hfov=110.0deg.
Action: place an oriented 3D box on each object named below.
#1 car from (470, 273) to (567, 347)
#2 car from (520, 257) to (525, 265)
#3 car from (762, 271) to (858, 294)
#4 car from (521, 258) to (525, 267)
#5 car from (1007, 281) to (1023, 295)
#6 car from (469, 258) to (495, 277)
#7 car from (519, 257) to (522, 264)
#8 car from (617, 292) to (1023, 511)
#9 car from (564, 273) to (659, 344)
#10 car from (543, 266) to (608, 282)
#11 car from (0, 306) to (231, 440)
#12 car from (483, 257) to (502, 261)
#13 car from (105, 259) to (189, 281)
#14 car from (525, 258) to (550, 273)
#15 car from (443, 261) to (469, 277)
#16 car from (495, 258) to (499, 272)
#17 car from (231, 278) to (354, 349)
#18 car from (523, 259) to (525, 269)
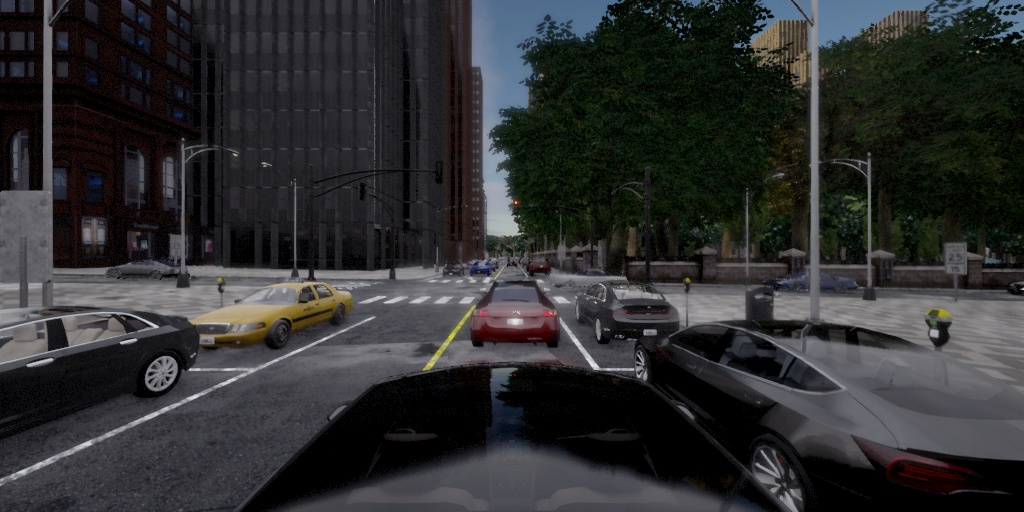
[{"bbox_3d":[0.081,1.314,9.344,1.994,1.385,4.181,0,0,0],"label":"car"},{"bbox_3d":[2.760,1.333,57.839,2.007,1.370,4.403,0,0,0],"label":"car"},{"bbox_3d":[20.031,1.730,24.185,5.357,1.411,2.033,1,0,0],"label":"car"},{"bbox_3d":[2.760,1.327,52.383,2.007,1.370,4.403,0,0,0],"label":"car"},{"bbox_3d":[36.600,2.094,24.263,4.181,1.385,1.994,1,0,0],"label":"car"},{"bbox_3d":[-3.093,1.238,36.619,1.882,1.535,5.008,0,0,0],"label":"car"},{"bbox_3d":[2.760,1.228,63.296,1.967,1.591,4.097,0,0,0],"label":"car"},{"bbox_3d":[2.763,1.316,3.836,1.948,1.339,4.313,0,0,0],"label":"car"},{"bbox_3d":[2.763,1.300,9.349,2.007,1.370,4.403,0,0,0],"label":"car"},{"bbox_3d":[4.707,1.465,22.722,4.718,1.301,1.895,1,0,-15],"label":"car"},{"bbox_3d":[-5.762,1.300,3.827,2.007,1.370,4.403,0,0,0],"label":"car"},{"bbox_3d":[-3.086,1.273,56.629,2.128,1.511,4.902,0,0,0],"label":"car"},{"bbox_3d":[-24.259,0.889,23.936,4.181,1.385,1.994,1,0,0],"label":"car"},{"bbox_3d":[2.761,1.074,36.014,2.192,1.841,5.009,0,0,0],"label":"car"},{"bbox_3d":[-5.764,1.325,36.004,1.948,1.339,4.313,0,0,0],"label":"car"},{"bbox_3d":[-3.093,1.334,46.584,1.994,1.385,4.181,0,0,0],"label":"car"},{"bbox_3d":[-5.763,1.275,9.170,1.751,1.417,4.829,0,0,0],"label":"car"},{"bbox_3d":[2.761,1.336,46.926,1.948,1.339,4.313,0,0,0],"label":"car"}]
